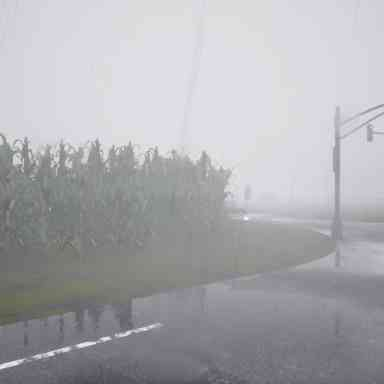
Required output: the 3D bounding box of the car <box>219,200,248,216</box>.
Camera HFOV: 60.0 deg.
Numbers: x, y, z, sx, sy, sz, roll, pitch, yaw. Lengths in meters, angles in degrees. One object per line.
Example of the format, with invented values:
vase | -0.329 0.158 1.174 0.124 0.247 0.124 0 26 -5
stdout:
car | 3.143 1.501 31.939 2.033 1.411 5.357 1 0 -26
